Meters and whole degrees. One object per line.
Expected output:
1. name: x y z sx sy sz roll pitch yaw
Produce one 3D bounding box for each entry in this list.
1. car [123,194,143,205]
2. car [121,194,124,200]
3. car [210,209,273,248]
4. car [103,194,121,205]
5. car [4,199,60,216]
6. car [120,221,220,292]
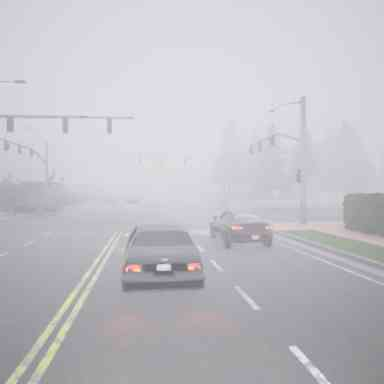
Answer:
1. car: -9.431 1.301 53.416 1.895 1.301 4.718 0 0 -6
2. car: -14.569 1.170 68.642 1.994 1.385 4.181 0 0 -6
3. car: 1.981 1.443 14.199 1.812 1.442 4.674 0 0 -7
4. car: -12.923 1.182 53.185 1.882 1.535 5.008 0 0 -6
5. car: -14.363 1.330 29.850 4.902 1.511 2.128 0 0 10
6. car: -0.853 1.496 8.932 2.033 1.411 5.357 0 0 -7
